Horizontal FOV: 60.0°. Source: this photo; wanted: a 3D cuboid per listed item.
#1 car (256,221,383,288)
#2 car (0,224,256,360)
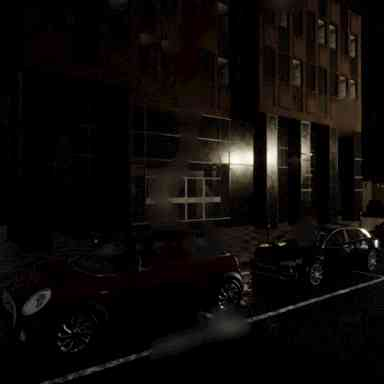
[{"bbox_3d":[3.487,1.551,9.121,4.403,1.369,2.008,0,0,-35],"label":"car"},{"bbox_3d":[-1.080,1.440,5.877,4.097,1.590,1.967,0,0,-35],"label":"car"}]
